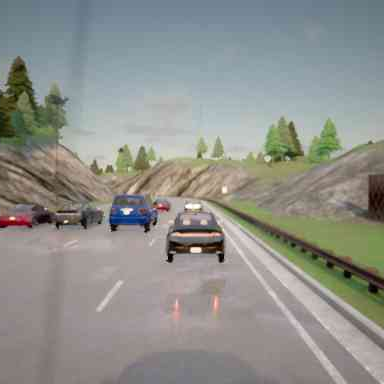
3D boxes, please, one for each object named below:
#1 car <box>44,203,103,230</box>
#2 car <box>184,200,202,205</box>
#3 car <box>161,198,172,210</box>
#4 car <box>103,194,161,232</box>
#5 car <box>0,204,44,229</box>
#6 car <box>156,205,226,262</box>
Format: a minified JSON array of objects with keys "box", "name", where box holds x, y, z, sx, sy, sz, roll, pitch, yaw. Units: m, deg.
[{"box":[-6.843,1.405,20.488,2.128,1.511,4.902,0,0,0],"name":"car"},{"box":[0.110,1.452,35.247,1.895,1.301,4.718,0,0,0],"name":"car"},{"box":[-3.403,1.406,37.420,1.994,1.385,4.181,0,0,0],"name":"car"},{"box":[-3.344,1.138,19.736,2.150,2.045,5.566,0,0,0],"name":"car"},{"box":[-10.342,1.474,21.172,1.994,1.385,4.181,0,0,0],"name":"car"},{"box":[0.122,1.441,11.955,2.128,1.511,4.902,0,0,0],"name":"car"}]
